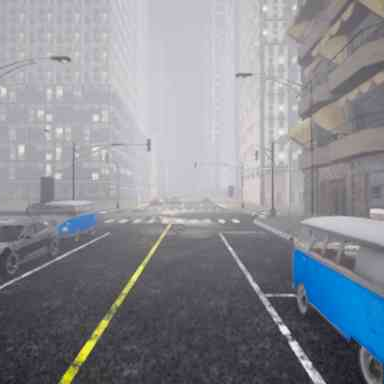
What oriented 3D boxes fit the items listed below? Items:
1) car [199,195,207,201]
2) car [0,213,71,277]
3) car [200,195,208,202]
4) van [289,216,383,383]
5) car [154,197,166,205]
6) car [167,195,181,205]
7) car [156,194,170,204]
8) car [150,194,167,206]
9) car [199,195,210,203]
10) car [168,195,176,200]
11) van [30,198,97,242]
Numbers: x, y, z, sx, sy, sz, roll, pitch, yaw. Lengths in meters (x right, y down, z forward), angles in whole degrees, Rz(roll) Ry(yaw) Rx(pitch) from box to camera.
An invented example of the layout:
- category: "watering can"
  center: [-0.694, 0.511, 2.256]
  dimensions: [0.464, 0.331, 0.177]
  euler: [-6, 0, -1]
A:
- category: "car"
  center: [2.732, 1.488, 81.895]
  dimensions: [1.947, 1.339, 4.313]
  euler: [1, 0, 0]
- category: "car"
  center: [-5.640, 1.556, 10.345]
  dimensions: [1.947, 1.339, 4.313]
  euler: [1, 0, 0]
- category: "car"
  center: [2.731, 1.452, 76.487]
  dimensions: [1.752, 1.417, 4.829]
  euler: [1, 0, 0]
- category: "van"
  center: [2.710, 1.337, 4.855]
  dimensions: [1.690, 1.788, 3.998]
  euler: [1, 0, 0]
- category: "car"
  center: [-5.657, 1.525, 59.528]
  dimensions: [1.802, 1.307, 4.206]
  euler: [1, 0, 0]
- category: "car"
  center: [-2.981, 1.455, 58.338]
  dimensions: [1.882, 1.535, 5.008]
  euler: [0, 2, 0]
- category: "car"
  center: [-5.649, 1.253, 65.102]
  dimensions: [2.192, 1.841, 5.009]
  euler: [1, 0, 0]
- category: "car"
  center: [-5.655, 1.388, 53.952]
  dimensions: [1.967, 1.590, 4.097]
  euler: [1, 0, 0]
- category: "car"
  center: [2.725, 1.519, 65.162]
  dimensions: [1.802, 1.307, 4.206]
  euler: [1, 0, 0]
- category: "car"
  center: [-5.644, 1.456, 92.978]
  dimensions: [1.887, 1.381, 4.507]
  euler: [1, 0, 0]
- category: "van"
  center: [-5.803, 1.326, 15.886]
  dimensions: [1.690, 1.788, 3.998]
  euler: [1, 0, 0]
